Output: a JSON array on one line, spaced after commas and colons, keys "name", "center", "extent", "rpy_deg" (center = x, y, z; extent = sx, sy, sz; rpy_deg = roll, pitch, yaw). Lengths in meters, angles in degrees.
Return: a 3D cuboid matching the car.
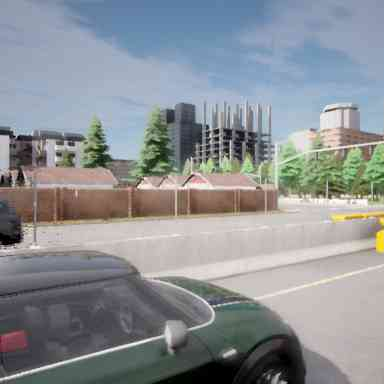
[{"name": "car", "center": [-1.038, 1.352, 3.003], "extent": [4.553, 1.767, 2.097], "rpy_deg": [0, 0, -35]}]
